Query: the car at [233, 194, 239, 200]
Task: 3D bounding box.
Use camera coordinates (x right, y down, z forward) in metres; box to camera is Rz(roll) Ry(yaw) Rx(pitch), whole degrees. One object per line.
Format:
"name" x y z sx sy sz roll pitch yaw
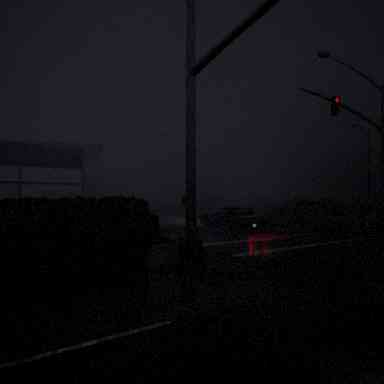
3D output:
"car" 9.454 1.232 77.931 3.806 1.475 1.970 0 0 -35

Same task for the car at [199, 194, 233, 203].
"car" 3.959 1.298 54.839 4.514 1.523 2.007 0 0 -35

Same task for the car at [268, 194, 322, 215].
"car" 10.200 1.330 32.534 5.027 1.636 2.152 0 0 -35

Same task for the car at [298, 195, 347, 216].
"car" 12.047 1.340 29.998 4.514 1.523 2.007 0 0 -35

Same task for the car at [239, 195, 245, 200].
"car" 13.408 1.154 72.866 5.027 1.636 2.152 0 0 -35

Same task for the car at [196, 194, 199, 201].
"car" 1.581 1.298 76.875 4.514 1.523 2.007 0 0 -35

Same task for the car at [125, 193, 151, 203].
"car" -9.536 1.361 60.535 3.806 1.475 1.970 0 0 -35

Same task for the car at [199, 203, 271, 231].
"car" 2.396 1.601 20.755 1.895 1.301 4.718 0 0 -32

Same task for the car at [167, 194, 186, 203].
"car" -2.620 1.097 65.441 4.605 1.855 1.932 0 0 -35

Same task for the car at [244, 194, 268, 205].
"car" 9.669 1.320 46.639 3.633 1.501 1.845 0 0 -35

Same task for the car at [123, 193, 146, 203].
"car" -10.947 1.077 63.607 3.866 1.878 1.905 0 0 -35

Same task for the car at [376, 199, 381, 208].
"car" 25.558 1.384 43.145 3.806 1.475 1.970 0 0 -35
